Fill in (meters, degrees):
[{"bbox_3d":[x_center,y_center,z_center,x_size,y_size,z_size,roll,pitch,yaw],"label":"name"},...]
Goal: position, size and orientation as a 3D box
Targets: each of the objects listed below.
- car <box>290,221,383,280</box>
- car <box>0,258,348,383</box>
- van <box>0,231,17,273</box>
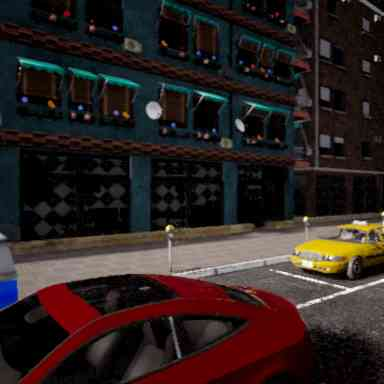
[{"bbox_3d":[5.001,1.581,10.133,4.829,1.417,1.752,0,-1,-35],"label":"car"},{"bbox_3d":[-0.869,1.530,2.758,4.674,1.442,1.812,0,0,-35],"label":"car"},{"bbox_3d":[-4.078,1.334,3.659,3.998,1.788,1.690,0,-1,-35],"label":"van"}]
